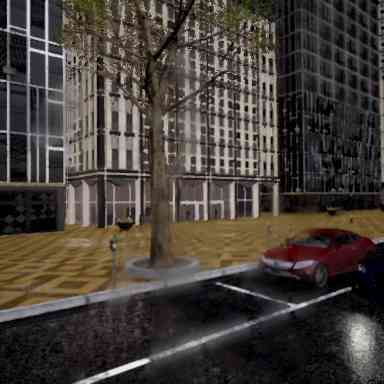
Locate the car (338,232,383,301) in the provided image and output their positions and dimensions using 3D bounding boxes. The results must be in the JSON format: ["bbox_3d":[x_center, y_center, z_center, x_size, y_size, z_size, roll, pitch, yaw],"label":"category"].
[{"bbox_3d":[5.427,1.636,7.566,4.181,1.385,1.994,0,-1,-38],"label":"car"}]

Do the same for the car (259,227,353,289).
[{"bbox_3d":[3.739,1.705,9.539,4.206,1.307,1.802,0,-1,-38],"label":"car"}]
